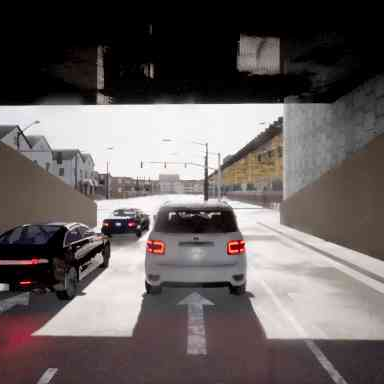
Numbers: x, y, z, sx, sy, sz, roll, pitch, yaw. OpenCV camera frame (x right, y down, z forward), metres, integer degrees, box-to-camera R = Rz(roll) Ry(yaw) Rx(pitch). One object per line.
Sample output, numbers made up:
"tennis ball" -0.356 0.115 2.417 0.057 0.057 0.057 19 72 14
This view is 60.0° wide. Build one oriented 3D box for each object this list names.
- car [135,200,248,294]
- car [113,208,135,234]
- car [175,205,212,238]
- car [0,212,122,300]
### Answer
"car" 0.085 1.221 8.905 2.150 2.045 5.566 0 0 0
"car" -3.417 1.547 17.931 2.033 1.411 5.357 0 0 0
"car" 0.063 1.526 18.469 1.812 1.442 4.674 0 0 0
"car" -3.420 1.491 8.382 2.128 1.511 4.902 0 0 0
